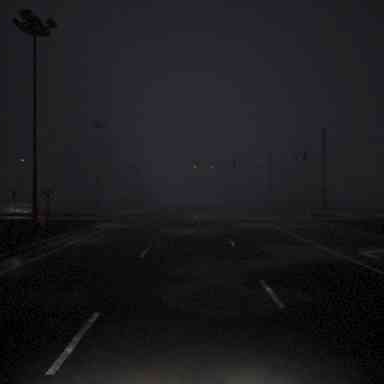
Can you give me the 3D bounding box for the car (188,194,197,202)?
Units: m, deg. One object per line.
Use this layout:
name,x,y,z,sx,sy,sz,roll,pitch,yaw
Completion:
car,0.005,1.430,73.071,1.812,1.442,4.674,0,0,0
